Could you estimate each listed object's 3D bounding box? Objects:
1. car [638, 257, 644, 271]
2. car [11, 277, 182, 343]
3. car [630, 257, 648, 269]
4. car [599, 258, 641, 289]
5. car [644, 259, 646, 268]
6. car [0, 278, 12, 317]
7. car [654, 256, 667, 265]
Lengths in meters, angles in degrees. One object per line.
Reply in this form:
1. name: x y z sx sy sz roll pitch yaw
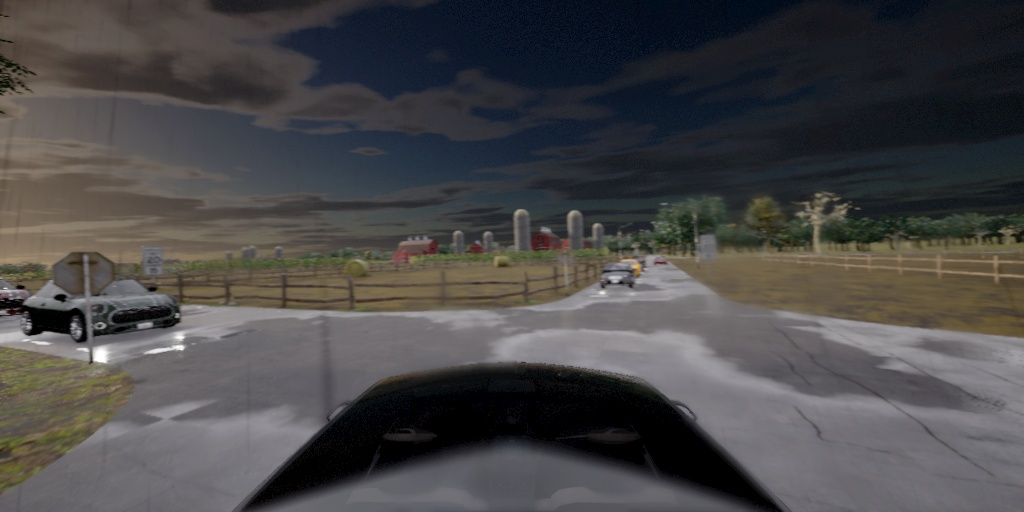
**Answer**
1. car: 10.071 1.030 31.021 1.882 1.535 5.008 -2 0 22
2. car: -12.480 1.431 10.952 4.553 1.767 2.097 -1 1 21
3. car: 17.798 0.912 50.190 2.033 1.411 5.357 -2 0 22
4. car: 6.600 1.124 22.219 2.128 1.511 4.902 -2 0 21
5. car: 13.805 1.027 40.353 1.994 1.385 4.181 -2 0 22
6. car: -21.791 1.670 14.609 4.553 1.767 2.097 -2 1 21
7. car: 23.943 0.725 57.884 1.994 1.385 4.181 -2 0 22
